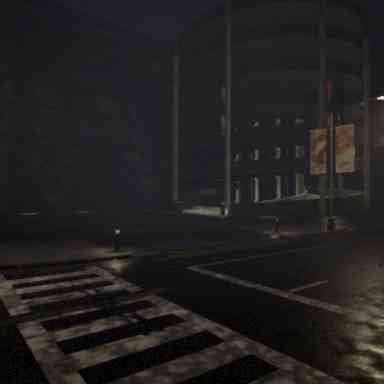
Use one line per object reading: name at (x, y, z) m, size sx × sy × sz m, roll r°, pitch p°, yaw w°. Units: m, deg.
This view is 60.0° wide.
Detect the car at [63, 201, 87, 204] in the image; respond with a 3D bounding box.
car at (-16.381, 1.779, 44.923) m, size 2.002 × 1.452 × 4.674 m, roll 1°, pitch -1°, yaw -38°

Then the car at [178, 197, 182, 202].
car at (-3.548, 1.844, 70.798) m, size 2.435 × 2.045 × 5.566 m, roll 1°, pitch -1°, yaw -38°

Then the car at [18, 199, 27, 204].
car at (-27.102, 1.910, 52.050) m, size 2.161 × 1.482 × 4.786 m, roll 1°, pitch -1°, yaw -38°

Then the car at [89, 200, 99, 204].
car at (-17.672, 2.079, 58.818) m, size 1.895 × 1.301 × 4.718 m, roll 1°, pitch -1°, yaw -38°
